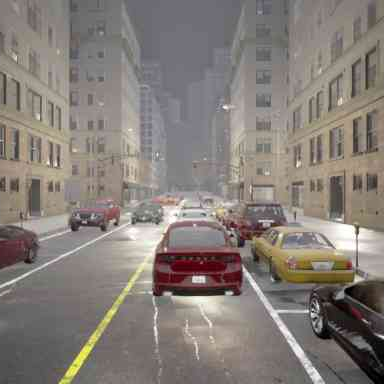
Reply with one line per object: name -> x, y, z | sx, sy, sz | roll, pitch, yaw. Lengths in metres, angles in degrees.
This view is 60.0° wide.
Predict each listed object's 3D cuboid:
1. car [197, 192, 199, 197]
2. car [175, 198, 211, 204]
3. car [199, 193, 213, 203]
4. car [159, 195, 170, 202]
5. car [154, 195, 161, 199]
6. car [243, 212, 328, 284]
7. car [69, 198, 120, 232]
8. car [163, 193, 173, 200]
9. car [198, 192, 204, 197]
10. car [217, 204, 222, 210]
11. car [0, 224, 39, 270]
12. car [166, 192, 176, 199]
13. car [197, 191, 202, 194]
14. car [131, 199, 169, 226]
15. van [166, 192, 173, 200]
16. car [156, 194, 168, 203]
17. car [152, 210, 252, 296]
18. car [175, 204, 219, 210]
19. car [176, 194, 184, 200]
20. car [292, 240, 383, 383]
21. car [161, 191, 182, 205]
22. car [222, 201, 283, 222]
car -> 2.799, 1.249, 79.664 | 1.802, 1.307, 4.206 | 1, 0, 0
car -> 0.083, 1.454, 25.360 | 2.128, 1.511, 4.902 | 0, 0, 0
car -> 2.790, 1.367, 57.969 | 2.008, 1.369, 4.403 | 0, 0, 0
car -> -5.730, 1.291, 68.827 | 1.887, 1.381, 4.507 | 1, 0, 0
car -> -5.735, 1.361, 57.979 | 1.887, 1.381, 4.507 | 0, 0, 0
car -> 2.770, 1.519, 9.375 | 1.752, 1.417, 4.829 | 0, 0, 0
car -> -5.750, 1.291, 20.321 | 2.192, 1.841, 5.009 | 0, 0, 0
car -> -5.725, 1.108, 79.673 | 1.967, 1.590, 4.097 | 1, 0, 0
car -> 2.796, 1.271, 68.985 | 1.752, 1.417, 4.829 | 1, 0, 0
car -> 2.774, 1.558, 20.310 | 1.802, 1.307, 4.206 | 0, 0, 0
car -> -5.756, 1.577, 9.216 | 1.802, 1.307, 4.206 | 0, 0, 0
car -> -5.719, 0.898, 90.517 | 2.192, 1.841, 5.009 | 1, 0, 0
car -> 2.805, 1.023, 90.509 | 1.967, 1.590, 4.097 | 1, 0, 0
car -> -2.971, 1.475, 23.228 | 1.837, 1.490, 4.892 | 0, 0, 1
van -> -5.721, 0.967, 85.095 | 1.690, 1.788, 3.998 | 1, 0, 0
car -> -5.732, 1.223, 63.403 | 1.967, 1.590, 4.097 | 1, 0, 0
car -> 0.076, 1.473, 8.655 | 1.882, 1.535, 5.008 | 0, 0, -1
car -> 0.105, 1.510, 16.218 | 1.812, 1.442, 4.674 | 0, 0, 0
car -> -2.970, 1.183, 80.813 | 1.812, 1.442, 4.674 | 0, 0, 0
car -> 2.767, 1.566, 3.654 | 1.947, 1.339, 4.313 | 0, 0, 0
car -> -3.129, 1.203, 51.811 | 2.097, 1.767, 4.553 | 0, 0, 2
car -> 2.773, 1.302, 14.759 | 2.192, 1.841, 5.009 | 0, 0, 0
